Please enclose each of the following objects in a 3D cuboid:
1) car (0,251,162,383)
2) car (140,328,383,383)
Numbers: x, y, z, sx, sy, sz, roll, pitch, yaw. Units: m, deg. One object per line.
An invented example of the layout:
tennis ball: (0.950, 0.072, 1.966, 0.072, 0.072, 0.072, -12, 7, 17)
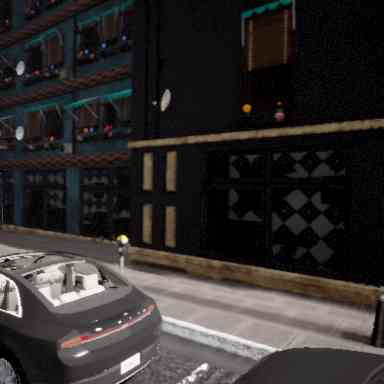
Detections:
car: (-2.420, 1.544, 4.732, 4.403, 1.369, 2.008, 0, 1, 36)
car: (2.088, 1.553, 1.527, 4.403, 1.369, 2.008, 0, 1, 36)
